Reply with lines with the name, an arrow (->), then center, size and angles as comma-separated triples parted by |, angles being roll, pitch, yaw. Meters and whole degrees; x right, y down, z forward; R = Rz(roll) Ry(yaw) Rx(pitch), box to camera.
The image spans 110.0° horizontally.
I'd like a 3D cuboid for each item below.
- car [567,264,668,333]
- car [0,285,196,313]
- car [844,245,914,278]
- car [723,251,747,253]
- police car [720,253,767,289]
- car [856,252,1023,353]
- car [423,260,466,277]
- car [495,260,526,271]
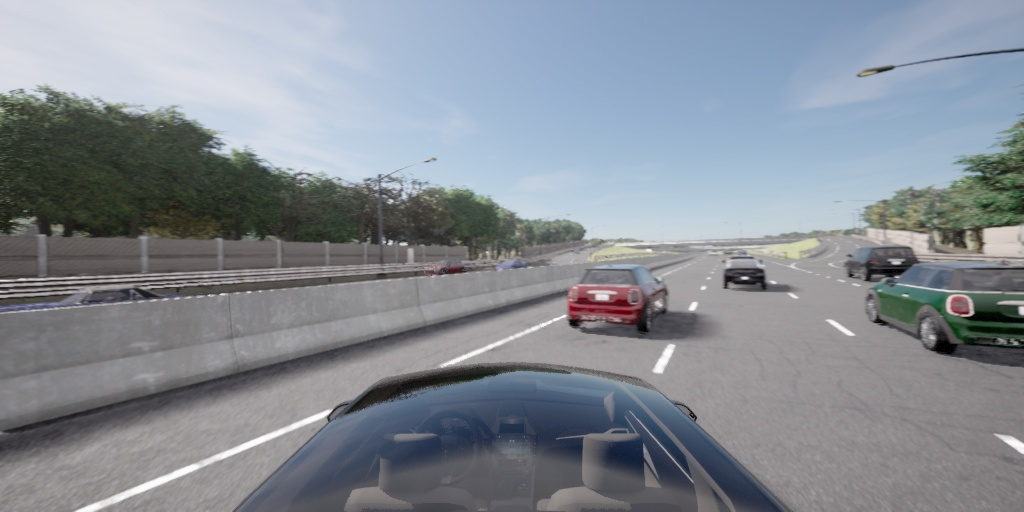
car -> 3.344, 1.027, 10.836 | 2.097, 1.767, 4.553 | -1, 0, 31
car -> -12.988, 1.633, 11.089 | 1.895, 1.301, 4.718 | -1, 0, 30
car -> 21.785, 0.420, 21.325 | 2.150, 2.045, 5.566 | -1, 0, 31
car -> 22.662, 0.574, 36.454 | 1.801, 1.575, 5.366 | -1, 0, 31
police car -> 12.759, 0.843, 19.859 | 1.930, 1.638, 5.238 | -1, 0, 31
car -> 9.618, 0.892, 7.696 | 2.097, 1.767, 4.553 | -1, 0, 31
car -> -6.629, 1.168, 35.521 | 2.097, 1.767, 4.553 | -1, 0, 31
car -> -0.072, 1.172, 39.585 | 1.812, 1.442, 4.674 | -1, 0, 31
